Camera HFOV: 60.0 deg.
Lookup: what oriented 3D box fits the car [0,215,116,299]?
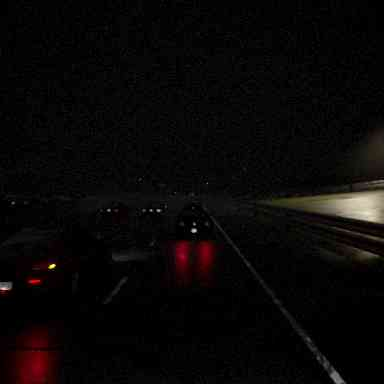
[{"bbox_3d":[-3.394,1.537,8.332,1.812,1.442,4.674,0,0,0],"label":"car"}]

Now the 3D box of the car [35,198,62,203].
[{"bbox_3d":[-17.547,1.665,42.169,1.895,1.301,4.718,0,0,0],"label":"car"}]

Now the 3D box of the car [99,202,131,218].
[{"bbox_3d":[-6.870,1.590,30.079,2.033,1.411,5.357,0,0,0],"label":"car"}]

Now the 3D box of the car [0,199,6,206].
[{"bbox_3d":[-24.544,1.589,41.872,1.812,1.442,4.674,0,0,0],"label":"car"}]

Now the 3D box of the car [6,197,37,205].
[{"bbox_3d":[-21.044,1.418,42.321,2.097,1.767,4.553,0,0,0],"label":"car"}]

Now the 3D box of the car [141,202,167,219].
[{"bbox_3d":[-3.371,1.590,30.070,2.033,1.411,5.357,0,0,0],"label":"car"}]

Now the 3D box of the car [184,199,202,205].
[{"bbox_3d":[0.137,1.533,37.107,1.882,1.535,5.008,0,0,0],"label":"car"}]

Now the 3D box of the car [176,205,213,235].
[{"bbox_3d":[0.117,1.627,18.791,1.895,1.301,4.718,0,0,0],"label":"car"}]
